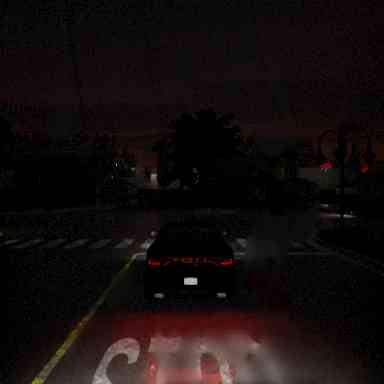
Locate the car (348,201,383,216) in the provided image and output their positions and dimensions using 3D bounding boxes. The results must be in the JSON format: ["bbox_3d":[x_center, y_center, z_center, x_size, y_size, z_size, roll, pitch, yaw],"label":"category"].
[{"bbox_3d":[17.851,1.550,31.681,5.357,1.411,2.033,0,0,-2],"label":"car"}]

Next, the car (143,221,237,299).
[{"bbox_3d":[-0.071,1.472,8.515,1.882,1.535,5.008,0,0,-1],"label":"car"}]
